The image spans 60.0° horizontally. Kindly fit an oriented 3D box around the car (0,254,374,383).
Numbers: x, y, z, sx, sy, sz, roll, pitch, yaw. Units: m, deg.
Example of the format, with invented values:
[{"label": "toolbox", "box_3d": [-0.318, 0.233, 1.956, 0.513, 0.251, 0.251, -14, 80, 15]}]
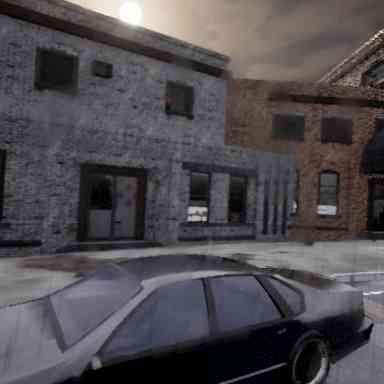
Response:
[{"label": "car", "box_3d": [-0.279, 1.497, 3.777, 5.357, 1.411, 2.033, 1, 0, -29]}]
